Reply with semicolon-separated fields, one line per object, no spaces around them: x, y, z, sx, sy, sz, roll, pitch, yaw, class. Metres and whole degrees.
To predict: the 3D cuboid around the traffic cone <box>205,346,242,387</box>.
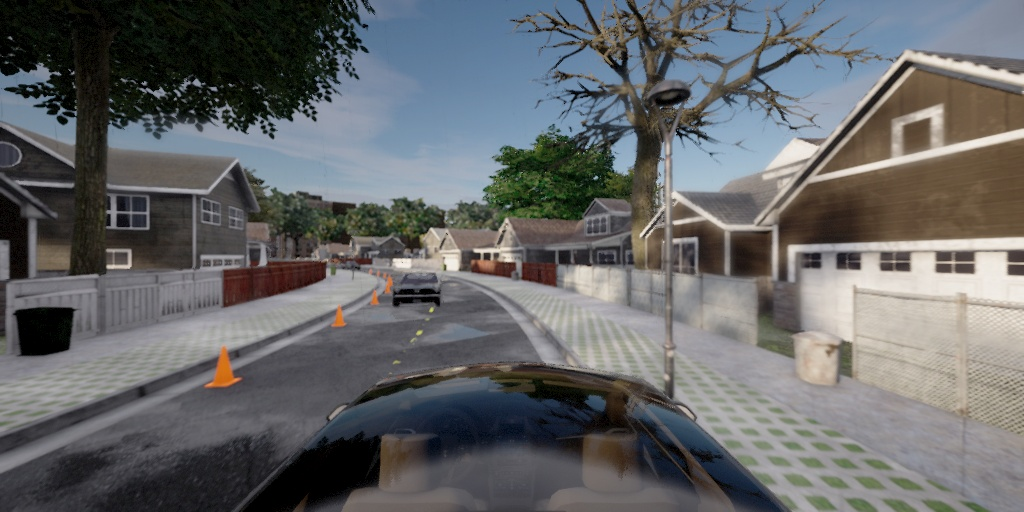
-4.565;1.718;5.683;0.340;0.580;0.340;0;0;-4;traffic cone

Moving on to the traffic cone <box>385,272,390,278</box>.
-9.970;1.769;29.207;0.340;0.580;0.340;0;0;-22;traffic cone

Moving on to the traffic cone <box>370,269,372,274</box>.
-16.590;1.796;42.129;0.340;0.580;0.340;0;0;-32;traffic cone

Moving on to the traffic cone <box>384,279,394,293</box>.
-6.934;1.748;20.008;0.340;0.580;0.340;0;0;-15;traffic cone

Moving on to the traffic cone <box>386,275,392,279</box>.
-8.310;1.759;24.655;0.340;0.580;0.340;0;0;-18;traffic cone

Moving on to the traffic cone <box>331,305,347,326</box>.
-5.059;1.728;10.504;0.340;0.580;0.340;0;0;-8;traffic cone

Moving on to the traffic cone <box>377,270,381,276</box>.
-14.118;1.788;37.962;0.340;0.580;0.340;0;0;-29;traffic cone

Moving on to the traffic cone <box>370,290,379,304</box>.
-5.850;1.738;15.285;0.340;0.580;0.340;0;0;-11;traffic cone

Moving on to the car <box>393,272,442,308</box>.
-3.988;1.382;15.574;1.895;1.301;4.718;0;0;-11;car

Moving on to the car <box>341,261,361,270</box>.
-24.542;1.437;54.624;1.994;1.385;4.181;0;0;-38;car
